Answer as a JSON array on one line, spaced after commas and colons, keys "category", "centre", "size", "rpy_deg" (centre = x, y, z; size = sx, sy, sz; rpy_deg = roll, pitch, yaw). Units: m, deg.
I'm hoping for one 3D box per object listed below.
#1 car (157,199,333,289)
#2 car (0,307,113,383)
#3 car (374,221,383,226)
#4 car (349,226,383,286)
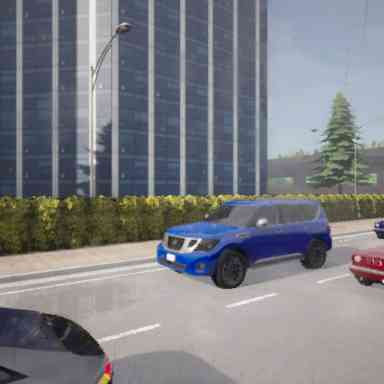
[{"category": "car", "centre": [1.746, 1.224, 9.539], "size": [5.566, 2.045, 2.150], "rpy_deg": [0, 0, -36]}, {"category": "car", "centre": [-2.602, 1.564, 2.073], "size": [4.181, 1.385, 1.994], "rpy_deg": [0, 0, -36]}, {"category": "car", "centre": [10.655, 1.600, 15.901], "size": [4.718, 1.301, 1.895], "rpy_deg": [0, 0, -36]}, {"category": "car", "centre": [5.925, 1.601, 8.225], "size": [4.718, 1.301, 1.895], "rpy_deg": [0, 0, -36]}]
